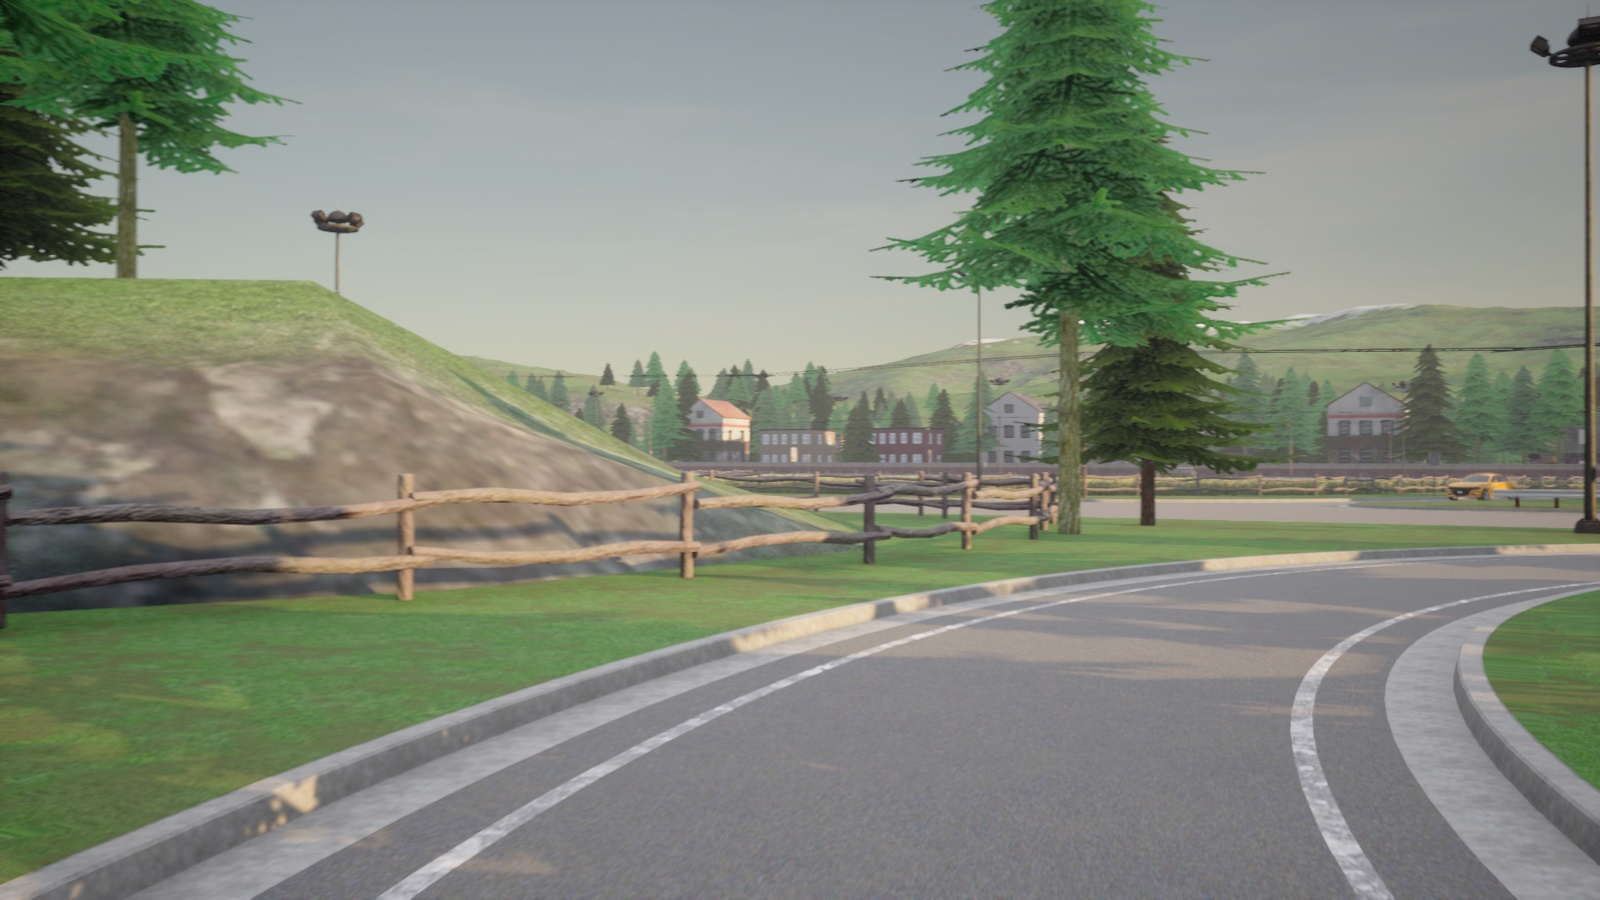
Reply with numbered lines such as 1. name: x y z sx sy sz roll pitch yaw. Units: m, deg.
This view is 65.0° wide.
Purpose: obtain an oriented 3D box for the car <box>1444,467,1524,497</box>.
1. car: 37.402 1.725 68.642 5.008 1.535 1.882 0 -1 -36
